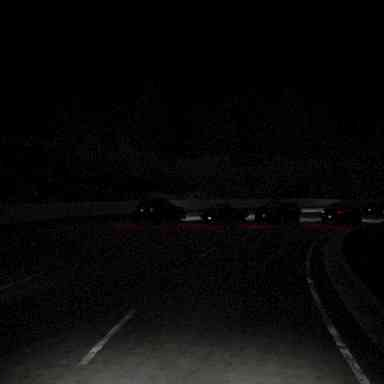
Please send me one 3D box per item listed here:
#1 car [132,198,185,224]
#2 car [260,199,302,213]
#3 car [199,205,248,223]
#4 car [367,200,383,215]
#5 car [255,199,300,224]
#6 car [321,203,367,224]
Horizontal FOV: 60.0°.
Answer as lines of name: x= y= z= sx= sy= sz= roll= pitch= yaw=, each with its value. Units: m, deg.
car: x=-2.414 y=1.347 z=25.362 sx=2.097 sy=1.767 sz=4.553 roll=0 pitch=0 yaw=32
car: x=10.313 y=1.577 z=38.486 sx=4.902 sy=1.511 sz=2.128 roll=0 pitch=0 yaw=-36
car: x=2.612 y=1.630 z=26.107 sx=1.895 sy=1.301 sz=4.718 roll=0 pitch=0 yaw=37
car: x=21.019 y=1.661 z=36.332 sx=4.892 sy=1.490 sz=1.837 roll=0 pitch=0 yaw=-26
car: x=6.667 y=1.533 z=25.542 sx=1.882 sy=1.535 sz=5.008 roll=0 pitch=0 yaw=39
car: x=11.612 y=1.614 z=25.781 sx=1.812 sy=1.442 sz=4.674 roll=0 pitch=0 yaw=44
